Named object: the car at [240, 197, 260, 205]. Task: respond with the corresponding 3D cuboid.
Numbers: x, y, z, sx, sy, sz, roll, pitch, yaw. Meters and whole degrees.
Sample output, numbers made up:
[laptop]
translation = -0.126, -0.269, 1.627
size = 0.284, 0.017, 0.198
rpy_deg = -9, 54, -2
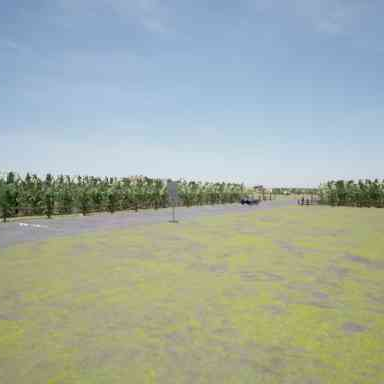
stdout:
[car]
translation = 9.968, 1.590, 56.987
size = 1.895, 1.301, 4.718
rpy_deg = 0, 0, 31
